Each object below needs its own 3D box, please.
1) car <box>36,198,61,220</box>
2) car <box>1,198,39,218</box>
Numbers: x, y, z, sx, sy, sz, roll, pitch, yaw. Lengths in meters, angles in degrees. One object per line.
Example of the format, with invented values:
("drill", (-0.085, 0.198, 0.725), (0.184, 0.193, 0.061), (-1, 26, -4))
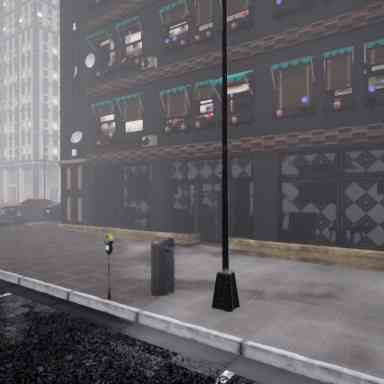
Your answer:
("car", (-8.261, 1.279, 23.555), (1.947, 1.339, 4.313), (1, 1, 35))
("car", (-12.897, 1.262, 27.047), (1.812, 1.442, 4.674), (0, 1, 35))
